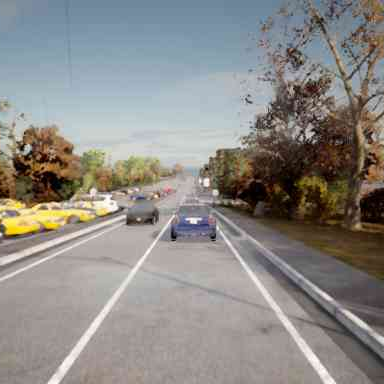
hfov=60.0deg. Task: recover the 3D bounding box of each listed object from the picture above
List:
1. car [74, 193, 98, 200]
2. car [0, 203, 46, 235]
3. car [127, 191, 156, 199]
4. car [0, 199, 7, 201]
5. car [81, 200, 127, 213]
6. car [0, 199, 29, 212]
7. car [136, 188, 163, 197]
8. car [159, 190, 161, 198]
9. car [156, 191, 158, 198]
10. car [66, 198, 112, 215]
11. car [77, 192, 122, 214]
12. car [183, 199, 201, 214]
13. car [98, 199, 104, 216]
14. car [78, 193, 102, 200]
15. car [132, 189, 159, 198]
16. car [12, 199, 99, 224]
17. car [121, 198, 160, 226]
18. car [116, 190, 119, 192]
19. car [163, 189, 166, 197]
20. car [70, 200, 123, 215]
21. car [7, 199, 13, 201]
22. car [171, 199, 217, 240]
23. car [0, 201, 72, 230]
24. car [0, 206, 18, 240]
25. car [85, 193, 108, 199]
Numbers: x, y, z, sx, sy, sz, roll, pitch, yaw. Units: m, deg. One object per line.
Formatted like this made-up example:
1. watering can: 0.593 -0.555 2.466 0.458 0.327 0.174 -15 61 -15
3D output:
1. car: -23.431 1.043 73.758 4.674 1.452 2.002 0 0 0
2. car: -10.405 1.474 16.321 5.366 1.575 1.946 0 0 0
3. car: -10.336 1.041 68.341 4.792 1.488 2.163 0 0 0
4. car: -23.226 1.619 35.787 4.792 1.488 2.163 0 0 0
5. car: -10.140 1.639 38.527 4.792 1.488 2.163 0 0 0
6. car: -23.238 1.623 41.204 5.008 1.535 2.097 0 0 0
7. car: -10.359 0.723 79.482 5.566 2.045 2.435 0 1 0
8. car: -10.334 0.994 76.691 5.008 1.535 2.097 0 1 0
9. car: -10.386 1.038 71.125 4.792 1.488 2.163 0 0 0
10. car: -10.374 1.553 30.199 5.366 1.575 1.946 0 0 0
11. car: -10.210 1.323 32.977 5.566 2.045 2.435 0 0 0
12. car: -0.007 1.513 36.143 1.837 1.490 4.892 0 0 0
13. car: -10.201 1.540 27.423 4.892 1.521 2.231 0 0 0
14. car: -23.448 1.021 76.670 4.792 1.488 2.163 0 0 0
15. car: -10.379 0.879 73.911 4.553 1.767 2.185 0 0 0
16. car: -10.015 1.518 24.647 5.366 1.575 1.946 0 0 0
17. car: -3.399 1.472 23.676 1.882 1.535 5.008 0 0 0
18. car: -23.371 0.791 90.493 5.008 1.535 2.097 0 1 0
19. car: -10.265 0.664 90.630 4.553 1.767 2.185 0 1 0
20. car: -10.181 1.591 35.751 5.008 1.535 2.097 0 0 0
21. car: -23.280 1.481 38.434 4.553 1.767 2.185 0 0 0
22. car: 0.070 1.343 16.908 2.097 1.767 4.553 0 0 0
23. car: -10.028 1.485 18.973 5.366 1.575 1.946 0 0 0
24. car: -10.220 1.473 13.553 4.892 1.521 2.231 0 0 0
25. car: -23.587 0.939 82.257 5.366 1.575 1.946 0 1 0
